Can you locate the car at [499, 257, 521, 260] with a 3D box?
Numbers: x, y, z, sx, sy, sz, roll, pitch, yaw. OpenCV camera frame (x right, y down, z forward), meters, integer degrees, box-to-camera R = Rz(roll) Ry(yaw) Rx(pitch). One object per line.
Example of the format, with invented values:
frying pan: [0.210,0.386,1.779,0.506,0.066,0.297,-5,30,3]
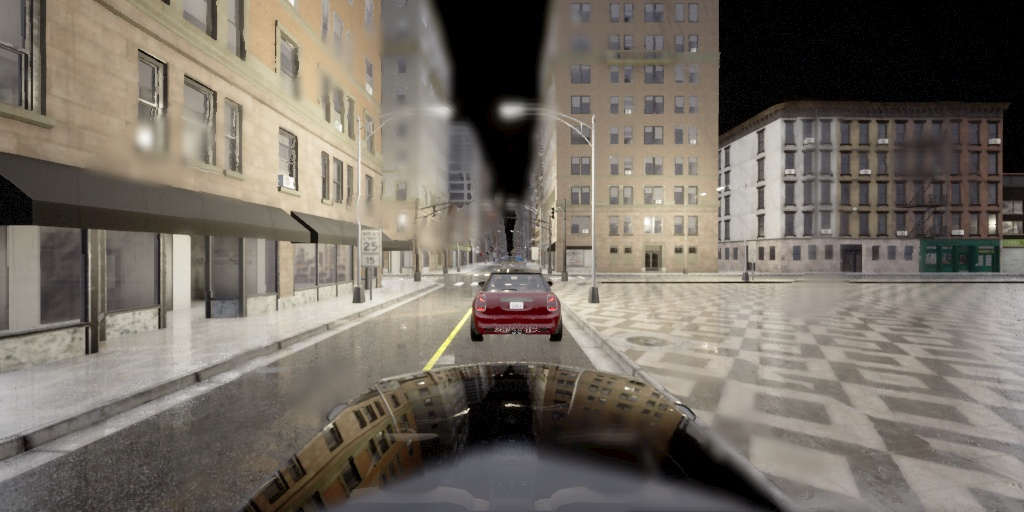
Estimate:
car: [0.051,1.101,19.793,2.097,1.767,4.553,0,0,-1]

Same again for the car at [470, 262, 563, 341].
car: [0.102,1.102,9.977,2.097,1.767,4.553,0,0,0]
